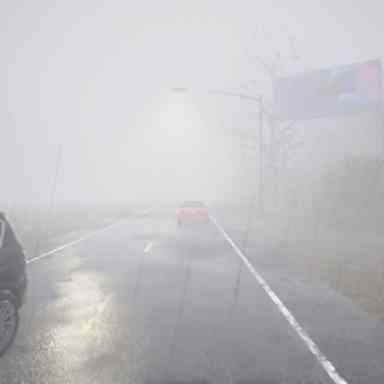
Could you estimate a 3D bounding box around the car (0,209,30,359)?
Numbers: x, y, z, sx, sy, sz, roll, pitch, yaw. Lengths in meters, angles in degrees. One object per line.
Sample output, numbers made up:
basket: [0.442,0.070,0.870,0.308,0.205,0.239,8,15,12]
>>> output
car: [-3.598,1.221,2.928,2.150,2.045,5.566,0,0,0]

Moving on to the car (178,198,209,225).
car: [0.098,1.346,23.868,2.097,1.767,4.553,0,0,0]

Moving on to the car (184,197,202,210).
car: [0.101,1.480,43.031,2.128,1.511,4.902,0,0,0]
